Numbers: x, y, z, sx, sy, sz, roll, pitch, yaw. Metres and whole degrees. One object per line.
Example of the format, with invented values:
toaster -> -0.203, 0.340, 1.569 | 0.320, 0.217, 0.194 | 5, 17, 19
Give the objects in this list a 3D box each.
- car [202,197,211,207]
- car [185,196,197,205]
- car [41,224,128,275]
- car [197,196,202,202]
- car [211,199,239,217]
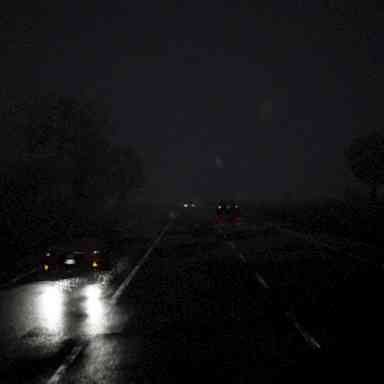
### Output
car -> 3.317, 1.901, 59.398 | 1.994, 1.385, 4.181 | -3, 0, 0
car -> -0.601, 2.176, 77.964 | 1.882, 1.535, 5.008 | -3, 0, 5
car -> -3.537, 1.845, 11.595 | 1.994, 1.385, 4.181 | -3, 0, 0
car -> 3.224, 2.177, 92.363 | 1.994, 1.385, 4.181 | -3, 0, 0
car -> 3.380, 1.459, 33.102 | 2.097, 1.767, 4.553 | -3, 0, 0
